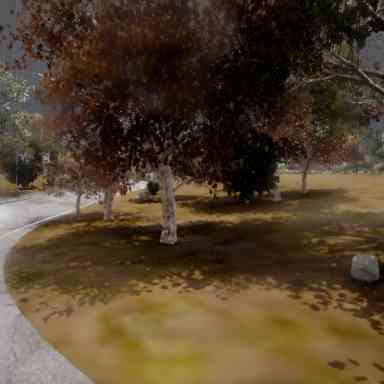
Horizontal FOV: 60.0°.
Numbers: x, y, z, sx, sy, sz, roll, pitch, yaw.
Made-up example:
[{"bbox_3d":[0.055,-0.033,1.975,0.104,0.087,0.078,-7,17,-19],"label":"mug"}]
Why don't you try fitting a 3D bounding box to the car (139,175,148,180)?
[{"bbox_3d":[-10.276,-3.249,72.078,1.994,1.385,4.181,0,5,4],"label":"car"}]
